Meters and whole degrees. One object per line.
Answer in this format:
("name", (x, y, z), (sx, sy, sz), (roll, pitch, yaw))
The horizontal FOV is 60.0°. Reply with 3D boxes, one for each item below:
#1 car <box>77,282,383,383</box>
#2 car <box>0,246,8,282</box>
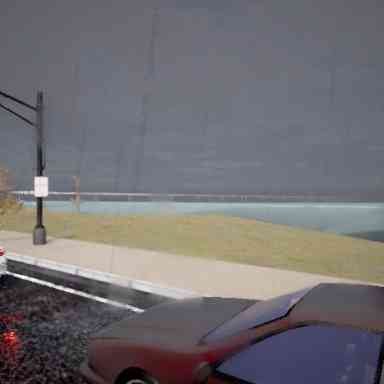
("car", (1.436, 1.547, 2.658), (5.357, 1.411, 2.033), (0, 0, 35))
("car", (-6.335, 1.506, 8.210), (4.674, 1.442, 1.812), (0, 0, 36))
